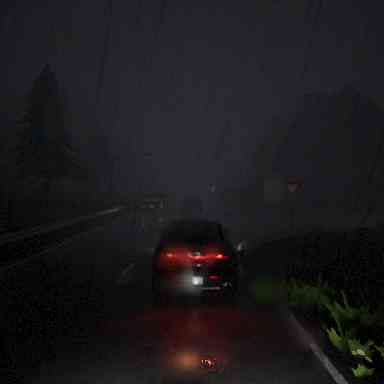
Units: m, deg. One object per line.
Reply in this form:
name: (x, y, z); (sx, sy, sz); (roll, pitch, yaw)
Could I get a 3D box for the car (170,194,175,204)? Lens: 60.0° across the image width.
car: (-3.683, 1.051, 50.436); (1.882, 1.535, 5.008); (0, 0, 0)

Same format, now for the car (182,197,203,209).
car: (0.023, 1.216, 32.581); (2.128, 1.511, 4.902); (0, 0, 0)

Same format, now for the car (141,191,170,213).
car: (-3.667, 0.934, 33.208); (2.150, 2.045, 5.566); (0, 1, 0)

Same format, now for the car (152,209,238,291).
car: (0.062, 1.429, 8.777); (1.837, 1.490, 4.892); (0, 0, 0)
